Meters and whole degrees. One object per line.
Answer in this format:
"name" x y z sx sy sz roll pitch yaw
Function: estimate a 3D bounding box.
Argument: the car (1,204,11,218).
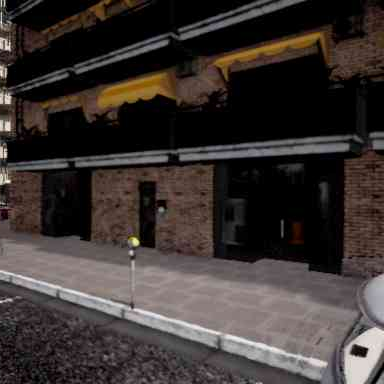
"car" -16.686 1.750 29.558 1.887 1.381 4.507 0 -1 36

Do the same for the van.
"van" 2.459 1.343 1.112 3.998 1.788 1.690 0 0 36
